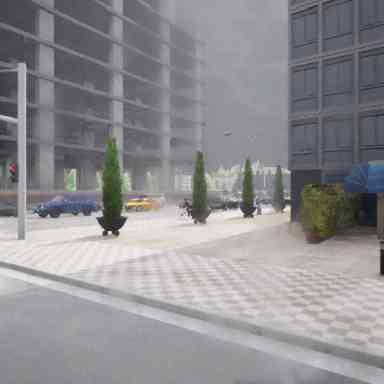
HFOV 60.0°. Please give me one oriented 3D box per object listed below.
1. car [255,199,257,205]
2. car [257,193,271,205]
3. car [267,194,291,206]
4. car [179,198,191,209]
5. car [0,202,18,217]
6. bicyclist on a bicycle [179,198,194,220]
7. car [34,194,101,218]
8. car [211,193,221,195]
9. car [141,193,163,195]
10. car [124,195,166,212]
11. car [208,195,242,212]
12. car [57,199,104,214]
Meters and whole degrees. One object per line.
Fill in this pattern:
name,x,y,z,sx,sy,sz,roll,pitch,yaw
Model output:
car,7.628,1.601,50.600,1.895,1.301,4.718,0,0,36
car,12.842,1.352,57.918,2.097,1.767,4.553,0,0,36
car,14.579,1.491,54.172,2.128,1.511,4.902,0,0,36
car,0.092,1.525,46.372,1.812,1.442,4.674,0,0,36
car,-16.962,1.564,28.758,1.994,1.385,4.181,0,0,36
bicyclist on a bicycle,-0.358,1.301,25.305,1.656,1.620,0.582,0,0,36
car,-11.447,1.221,30.416,2.150,2.045,5.566,0,0,36
car,2.253,1.223,55.260,2.150,2.045,5.566,0,0,36
car,-5.864,1.221,44.121,2.150,2.045,5.566,0,0,36
car,-5.595,1.477,38.520,1.882,1.535,5.008,0,0,36
car,4.055,1.491,39.591,2.128,1.511,4.902,0,0,36
car,-11.904,1.525,35.761,1.812,1.442,4.674,0,0,36
